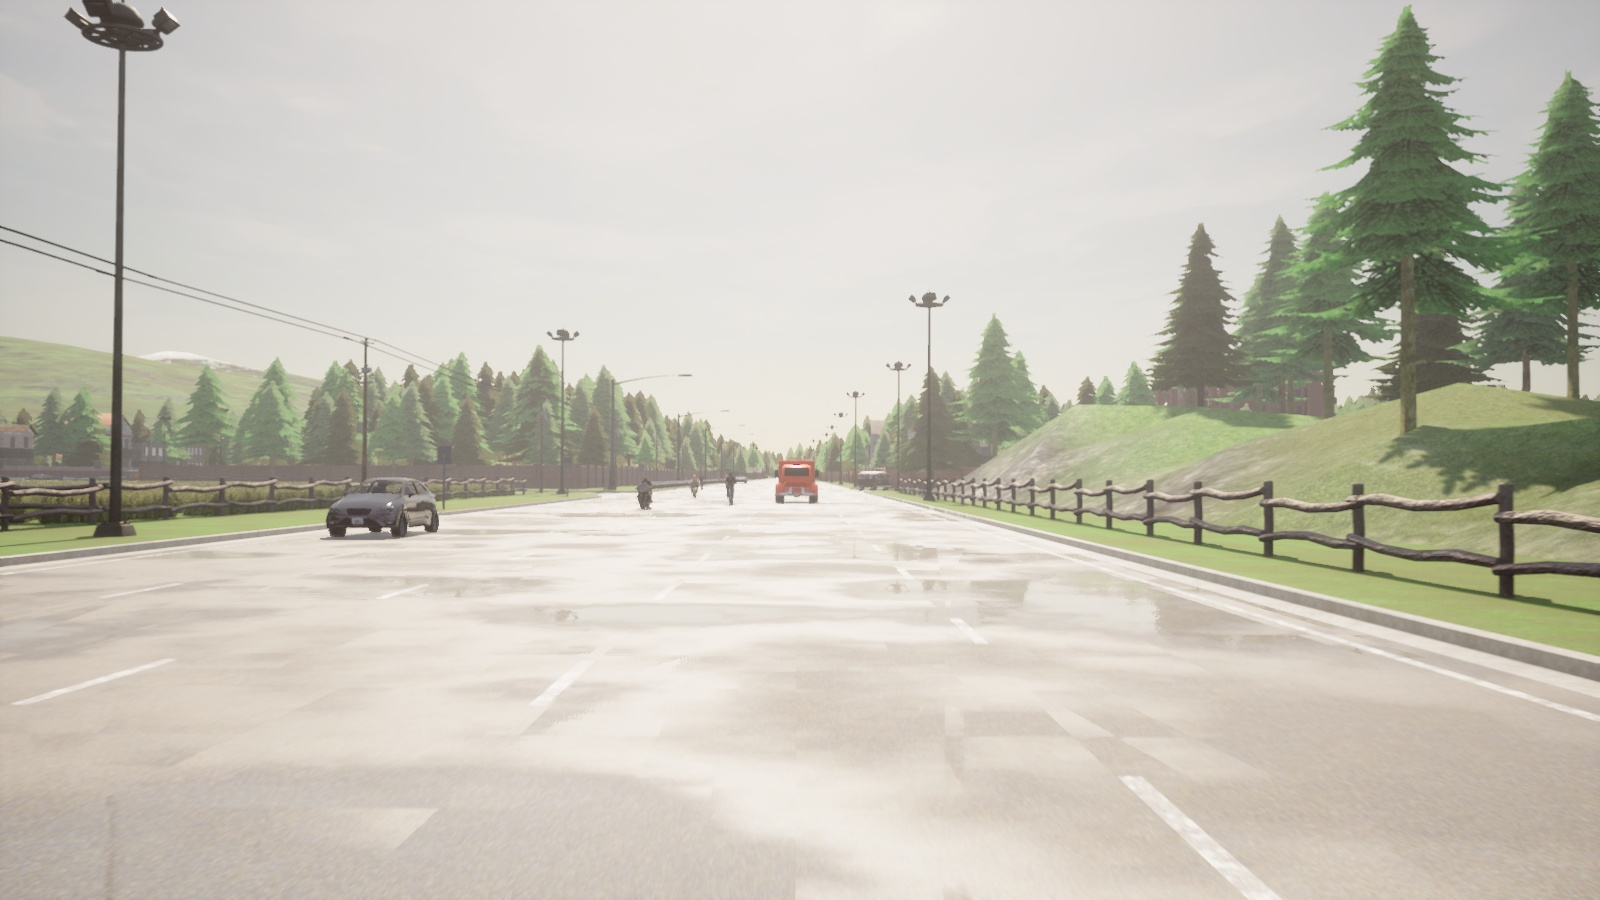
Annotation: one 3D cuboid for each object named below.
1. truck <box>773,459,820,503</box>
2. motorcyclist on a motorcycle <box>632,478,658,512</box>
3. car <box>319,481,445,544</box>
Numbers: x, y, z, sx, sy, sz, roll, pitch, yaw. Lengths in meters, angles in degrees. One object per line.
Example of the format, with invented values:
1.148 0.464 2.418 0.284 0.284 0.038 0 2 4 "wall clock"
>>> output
-0.182 1.847 73.012 2.627 2.467 5.204 0 -2 0 "truck"
-7.123 2.072 57.829 0.866 1.530 2.191 0 -1 1 "motorcyclist on a motorcycle"
-10.579 1.536 32.096 1.816 1.474 4.193 0 -1 0 "car"
